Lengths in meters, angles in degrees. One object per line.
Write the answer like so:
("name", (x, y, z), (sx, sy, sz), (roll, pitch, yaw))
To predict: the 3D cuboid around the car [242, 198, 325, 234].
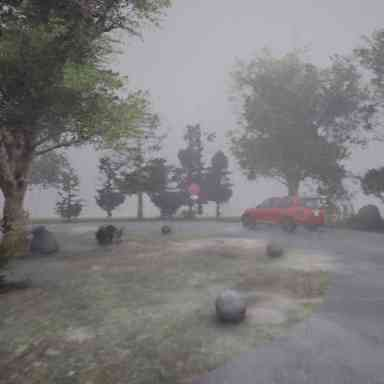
("car", (5.501, 1.369, 20.790), (2.150, 2.045, 5.566), (0, -1, -32))
